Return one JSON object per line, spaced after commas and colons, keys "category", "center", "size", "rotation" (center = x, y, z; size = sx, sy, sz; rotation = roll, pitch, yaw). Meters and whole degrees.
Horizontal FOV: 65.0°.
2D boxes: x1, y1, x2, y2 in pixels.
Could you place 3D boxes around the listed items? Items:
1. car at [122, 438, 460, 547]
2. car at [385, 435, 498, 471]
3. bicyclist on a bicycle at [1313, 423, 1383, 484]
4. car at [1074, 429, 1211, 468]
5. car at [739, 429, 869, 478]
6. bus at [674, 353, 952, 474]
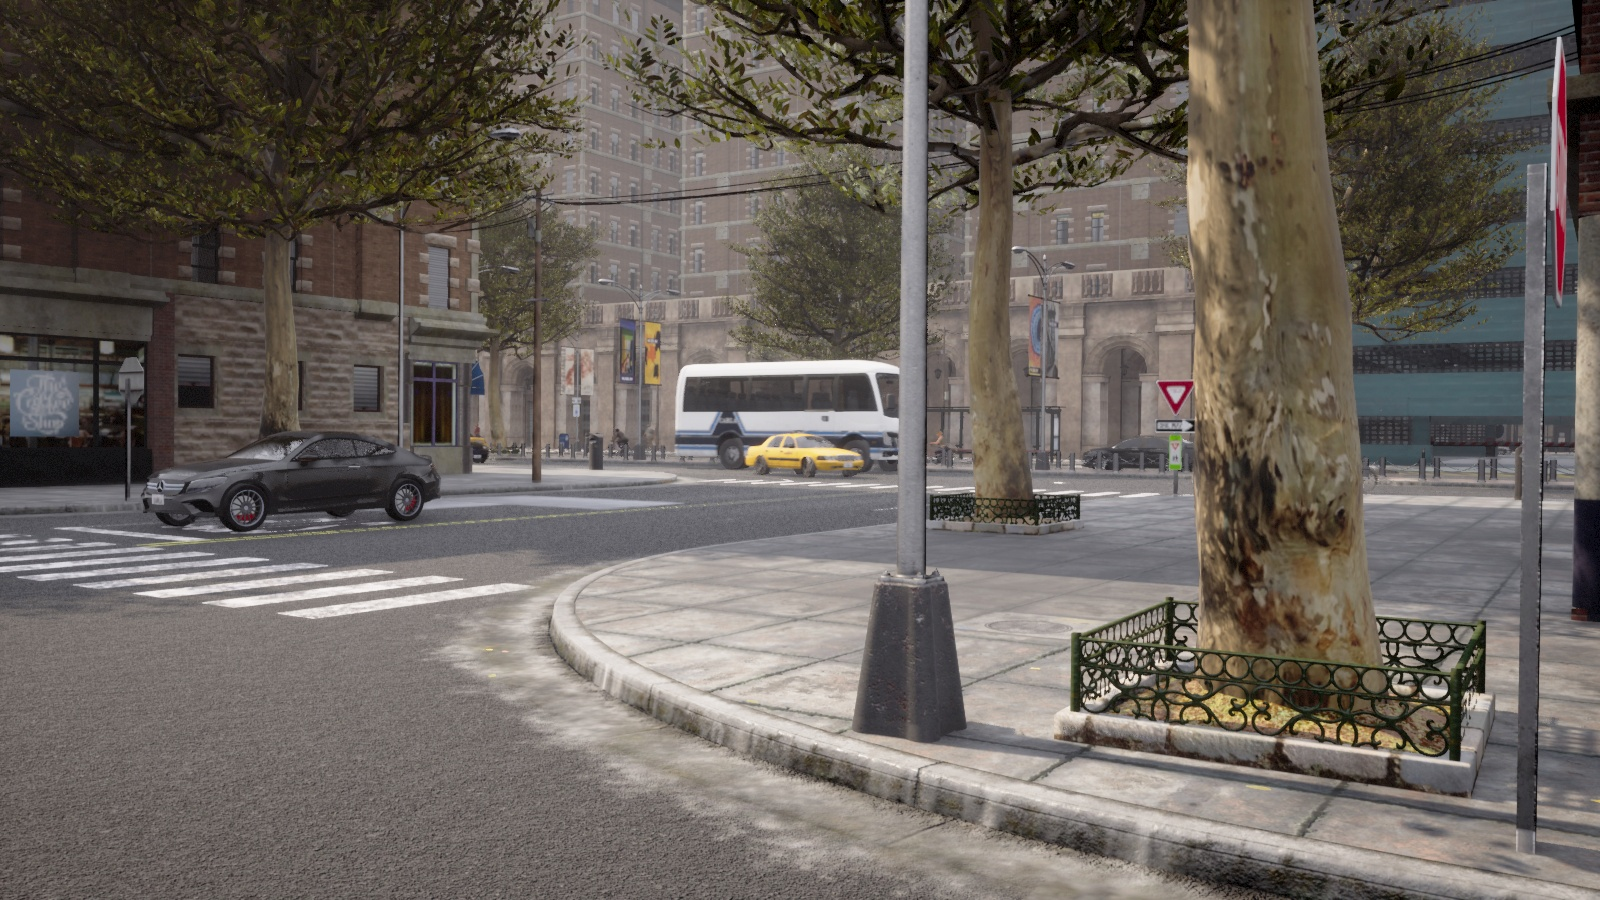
{"category": "car", "center": [-7.719, 0.560, 19.535], "size": [1.812, 1.442, 4.674], "rotation": [0, 1, 33]}
{"category": "car", "center": [-15.785, 0.120, 55.226], "size": [4.792, 1.488, 2.163], "rotation": [0, 1, 33]}
{"category": "bicyclist on a bicycle", "center": [14.864, 0.084, 34.072], "size": [1.656, 1.620, 0.582], "rotation": [0, 2, 14]}
{"category": "car", "center": [13.518, -0.065, 49.725], "size": [4.892, 1.490, 1.837], "rotation": [0, 1, 33]}
{"category": "car", "center": [0.050, 0.086, 42.752], "size": [1.801, 1.575, 5.366], "rotation": [-1, 1, -32]}
{"category": "bus", "center": [0.388, -1.314, 48.757], "size": [10.273, 4.253, 3.944], "rotation": [0, 1, 33]}
